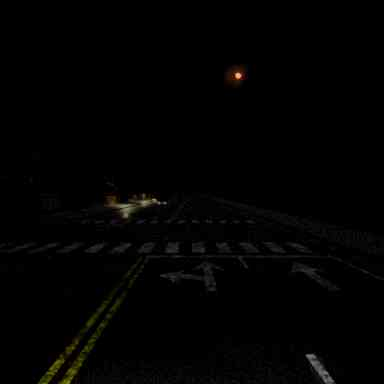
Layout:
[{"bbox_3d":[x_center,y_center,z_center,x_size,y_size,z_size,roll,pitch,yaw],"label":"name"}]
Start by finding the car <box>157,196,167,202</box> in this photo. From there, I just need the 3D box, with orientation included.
[{"bbox_3d":[-6.443,1.498,72.147,2.033,1.411,5.357,0,0,0],"label":"car"}]

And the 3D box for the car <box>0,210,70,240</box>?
[{"bbox_3d":[-8.596,1.553,15.493,5.357,1.411,2.033,0,0,-33],"label":"car"}]
